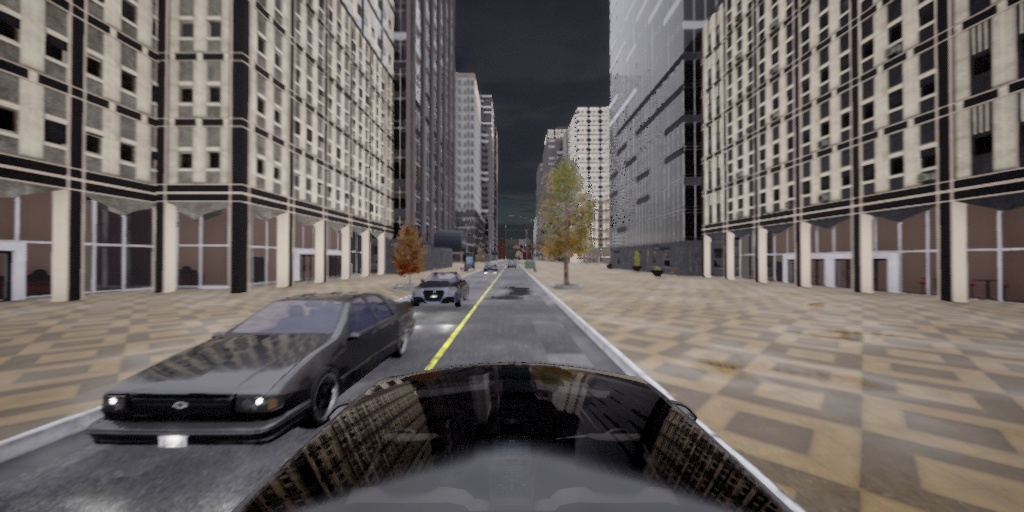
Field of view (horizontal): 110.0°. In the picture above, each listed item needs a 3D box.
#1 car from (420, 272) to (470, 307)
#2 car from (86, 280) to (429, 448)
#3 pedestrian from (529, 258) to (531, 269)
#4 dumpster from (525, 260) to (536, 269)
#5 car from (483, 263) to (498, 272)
[{"bbox_3d":[-3.060,1.410,16.044,1.994,1.385,4.181,0,0,0],"label":"car"},{"bbox_3d":[-3.093,1.326,5.941,2.033,1.411,5.357,0,0,0],"label":"car"},{"bbox_3d":[3.120,1.296,63.374,0.375,1.860,0.375,0,-1,-1],"label":"pedestrian"},{"bbox_3d":[3.121,1.540,61.906,1.020,1.700,1.940,0,0,0],"label":"dumpster"},{"bbox_3d":[-3.071,1.645,52.150,1.994,1.385,4.181,0,0,0],"label":"car"}]
